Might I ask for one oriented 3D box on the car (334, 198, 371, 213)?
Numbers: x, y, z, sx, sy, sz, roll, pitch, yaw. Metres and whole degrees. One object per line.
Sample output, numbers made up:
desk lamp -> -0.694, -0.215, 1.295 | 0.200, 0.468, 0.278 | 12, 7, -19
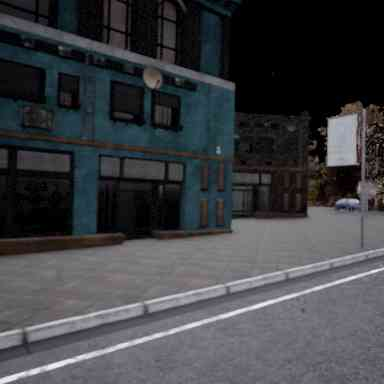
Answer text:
car -> 16.707, 1.400, 34.943 | 1.812, 1.442, 4.674 | 2, 0, -5
